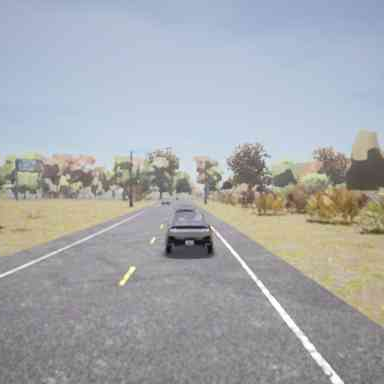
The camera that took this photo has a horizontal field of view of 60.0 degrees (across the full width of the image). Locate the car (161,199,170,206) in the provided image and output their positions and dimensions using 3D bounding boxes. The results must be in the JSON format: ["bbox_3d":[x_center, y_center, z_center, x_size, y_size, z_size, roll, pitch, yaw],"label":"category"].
[{"bbox_3d":[-5.597,2.121,70.958,2.033,1.411,5.357,0,0,-2],"label":"car"}]

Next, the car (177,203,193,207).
[{"bbox_3d":[-0.604,1.766,29.401,1.837,1.490,4.892,0,0,-2],"label":"car"}]

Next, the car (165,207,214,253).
[{"bbox_3d":[-0.135,1.625,14.380,2.128,1.511,4.902,0,0,-1],"label":"car"}]
